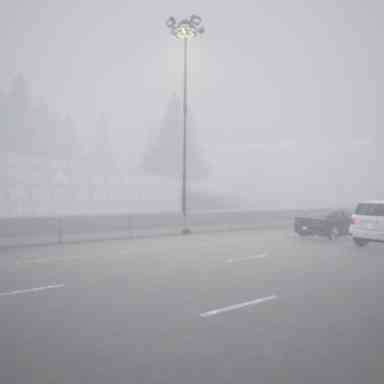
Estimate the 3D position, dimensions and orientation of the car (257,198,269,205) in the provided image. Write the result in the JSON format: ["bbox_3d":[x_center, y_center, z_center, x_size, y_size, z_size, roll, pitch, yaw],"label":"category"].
[{"bbox_3d":[16.075,2.068,75.533,2.033,1.411,5.357,0,0,0],"label":"car"}]

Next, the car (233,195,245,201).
[{"bbox_3d":[12.952,1.591,91.782,1.812,1.442,4.674,1,2,-21],"label":"car"}]

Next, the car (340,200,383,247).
[{"bbox_3d":[9.134,1.378,14.565,5.566,2.045,2.150,0,0,-35],"label":"car"}]

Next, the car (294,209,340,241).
[{"bbox_3d":[7.535,1.636,17.724,5.008,1.535,1.882,1,0,-35],"label":"car"}]
